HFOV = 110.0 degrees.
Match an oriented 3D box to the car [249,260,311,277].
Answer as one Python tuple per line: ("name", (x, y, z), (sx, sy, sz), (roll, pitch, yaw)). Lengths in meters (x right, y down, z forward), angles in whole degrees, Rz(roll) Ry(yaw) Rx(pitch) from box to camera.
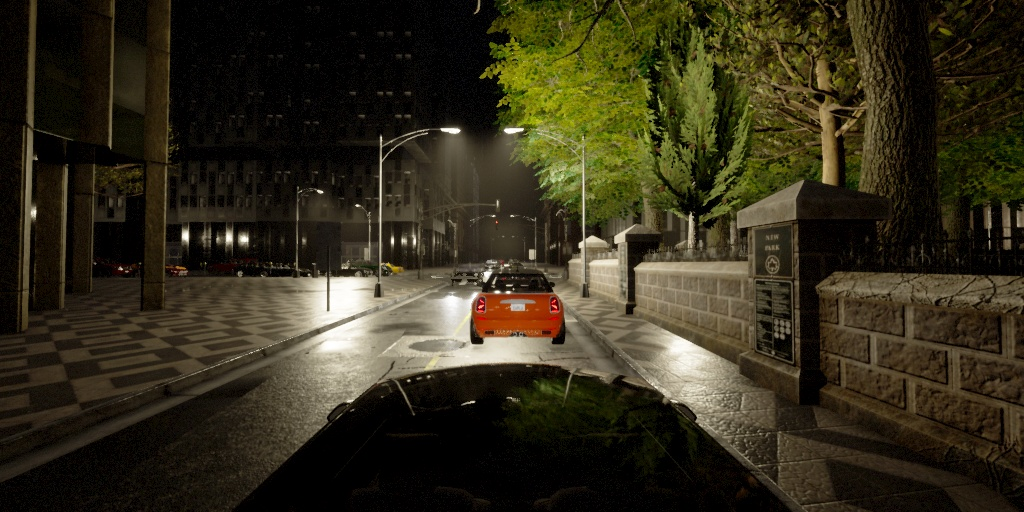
("car", (-20.019, 1.290, 31.539), (4.313, 1.339, 1.948), (0, 0, 1))

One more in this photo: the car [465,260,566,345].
("car", (0.130, 1.107, 9.707), (2.097, 1.767, 4.553), (0, 0, 0))

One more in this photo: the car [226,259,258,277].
("car", (-23.882, 1.292, 34.256), (4.892, 1.490, 1.837), (0, -1, 0))

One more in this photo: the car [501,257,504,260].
("car", (-2.810, 1.370, 61.145), (1.837, 1.490, 4.892), (0, 0, 1))

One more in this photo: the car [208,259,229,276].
("car", (-30.967, 1.237, 40.172), (5.009, 1.841, 2.192), (0, 0, 1))

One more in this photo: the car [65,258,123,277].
("car", (-36.558, 1.062, 31.705), (5.009, 1.841, 2.192), (0, 0, 1))

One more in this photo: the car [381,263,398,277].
("car", (-13.738, 1.126, 34.156), (4.553, 1.767, 2.097), (0, -1, 0))

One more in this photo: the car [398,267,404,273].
("car", (-14.600, 1.426, 40.008), (4.829, 1.417, 1.751), (0, 0, 1))

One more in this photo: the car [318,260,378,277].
("car", (-14.507, 1.267, 31.483), (4.403, 1.370, 2.007), (0, 0, 1))

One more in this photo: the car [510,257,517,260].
("car", (0.461, 1.351, 55.101), (1.837, 1.490, 4.892), (0, 0, -1))

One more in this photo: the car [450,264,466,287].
("car", (-2.902, 1.222, 24.069), (1.895, 1.301, 4.718), (0, 0, 0))

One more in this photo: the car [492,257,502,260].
("car", (-2.874, 1.326, 50.770), (2.128, 1.511, 4.902), (0, 0, 0))

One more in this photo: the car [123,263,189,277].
("car", (-31.045, 1.321, 31.650), (4.207, 1.307, 1.802), (0, 0, 1))
